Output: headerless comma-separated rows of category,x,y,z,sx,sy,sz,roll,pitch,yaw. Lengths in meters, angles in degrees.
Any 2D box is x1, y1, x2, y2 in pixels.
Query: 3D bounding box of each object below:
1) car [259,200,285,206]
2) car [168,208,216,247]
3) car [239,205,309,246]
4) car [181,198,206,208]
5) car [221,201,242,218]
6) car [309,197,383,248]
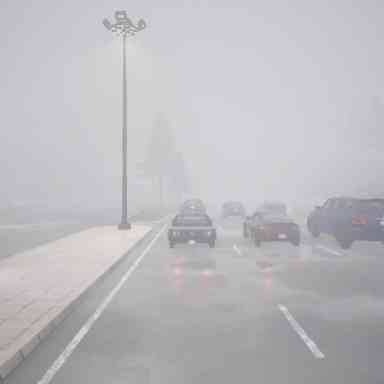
car,7.188,1.478,29.935,1.882,1.535,5.008,0,0,3
car,0.002,1.601,14.886,1.895,1.301,4.718,0,0,0
car,3.504,1.526,15.156,1.812,1.442,4.674,0,0,0
car,0.156,1.350,29.785,2.097,1.767,4.553,0,0,3
car,3.641,1.547,29.573,2.033,1.411,5.357,0,0,2
car,7.000,1.216,14.800,2.150,2.045,5.566,0,0,0
